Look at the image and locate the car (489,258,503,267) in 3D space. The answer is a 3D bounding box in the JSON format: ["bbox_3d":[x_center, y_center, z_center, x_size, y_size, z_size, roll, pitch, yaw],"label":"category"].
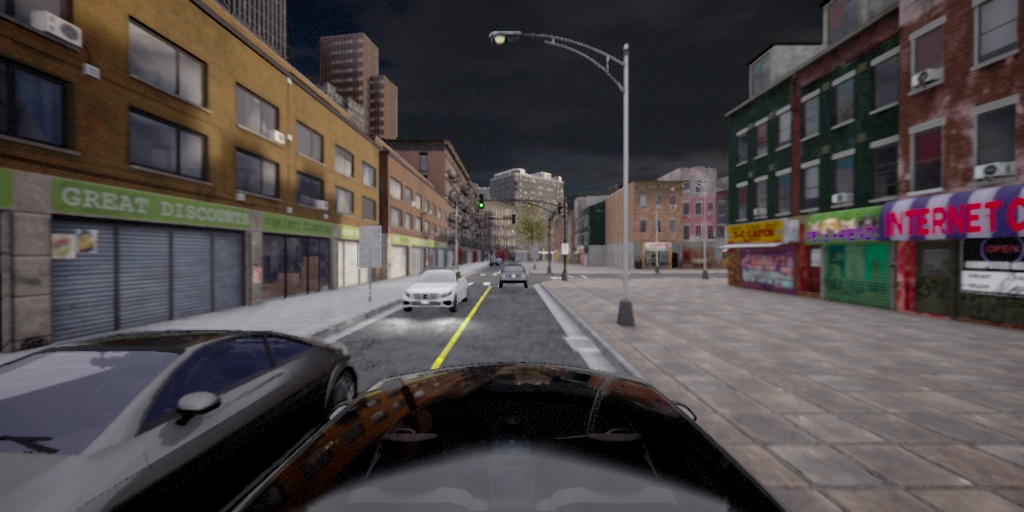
[{"bbox_3d":[-2.780,1.201,59.177,1.895,1.301,4.718,0,0,1],"label":"car"}]

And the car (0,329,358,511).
[{"bbox_3d":[-2.845,1.312,2.657,1.994,1.385,4.181,0,0,0],"label":"car"}]

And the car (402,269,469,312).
[{"bbox_3d":[-2.814,1.238,14.112,1.812,1.442,4.674,0,0,1],"label":"car"}]

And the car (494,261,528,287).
[{"bbox_3d":[0.092,1.231,23.783,2.033,1.411,5.357,0,0,0],"label":"car"}]
